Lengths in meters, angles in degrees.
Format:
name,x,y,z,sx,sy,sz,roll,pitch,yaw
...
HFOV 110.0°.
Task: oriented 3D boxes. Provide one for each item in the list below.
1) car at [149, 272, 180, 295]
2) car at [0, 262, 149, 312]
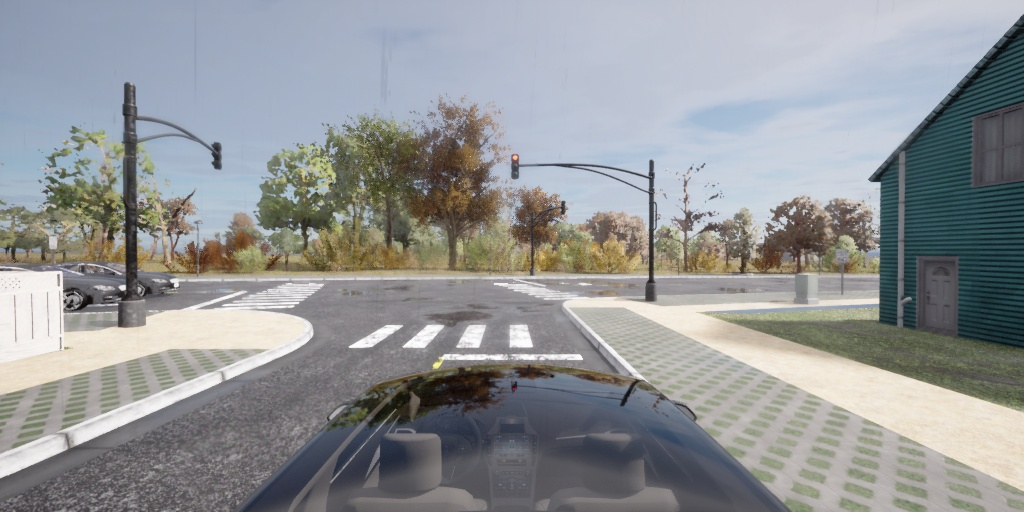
name,x,y,z,sx,sy,sz,roll,pitch,yaw
car,-17.113,0.990,14.937,4.902,1.511,2.128,1,0,-22
car,-15.957,1.019,11.887,4.902,1.511,2.128,1,0,-22
